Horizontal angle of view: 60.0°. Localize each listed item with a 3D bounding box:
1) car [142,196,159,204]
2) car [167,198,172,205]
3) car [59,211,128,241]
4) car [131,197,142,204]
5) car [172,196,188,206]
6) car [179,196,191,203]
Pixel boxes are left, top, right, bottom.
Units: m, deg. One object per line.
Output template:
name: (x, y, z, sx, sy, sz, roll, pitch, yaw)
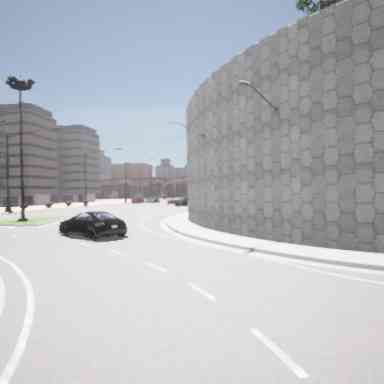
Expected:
car: (-9.040, 1.713, 75.965, 2.097, 1.767, 4.553, -1, 0, 11)
car: (-3.608, 1.827, 66.885, 1.895, 1.301, 4.718, -1, 0, 11)
car: (-5.326, 1.712, 17.735, 4.181, 1.385, 1.994, -1, 0, 41)
car: (-12.482, 1.906, 76.581, 1.882, 1.535, 5.008, -1, 0, 11)
car: (-1.591, 1.730, 58.154, 1.994, 1.385, 4.181, -1, 0, 11)
car: (-1.509, 1.708, 78.131, 1.837, 1.490, 4.892, -1, 0, 11)
